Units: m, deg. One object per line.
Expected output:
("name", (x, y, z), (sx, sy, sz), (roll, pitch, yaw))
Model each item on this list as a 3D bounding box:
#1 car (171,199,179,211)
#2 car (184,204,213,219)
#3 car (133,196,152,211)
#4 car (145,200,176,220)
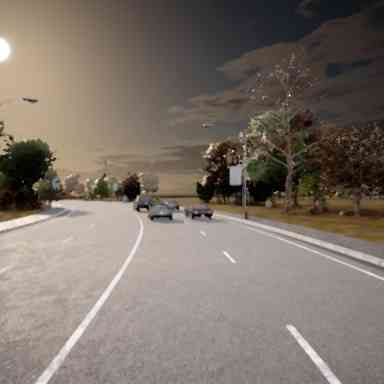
("car", (-3.081, 1.753, 45.009), (2.128, 1.511, 4.902), (0, 0, -16))
("car", (0.508, 1.774, 30.704), (1.895, 1.301, 4.718), (0, 0, -11))
("car", (-6.501, 1.480, 44.278), (2.150, 2.045, 5.566), (0, 0, -17))
("car", (-2.902, 1.736, 29.907), (1.994, 1.385, 4.181), (0, 0, -11))
